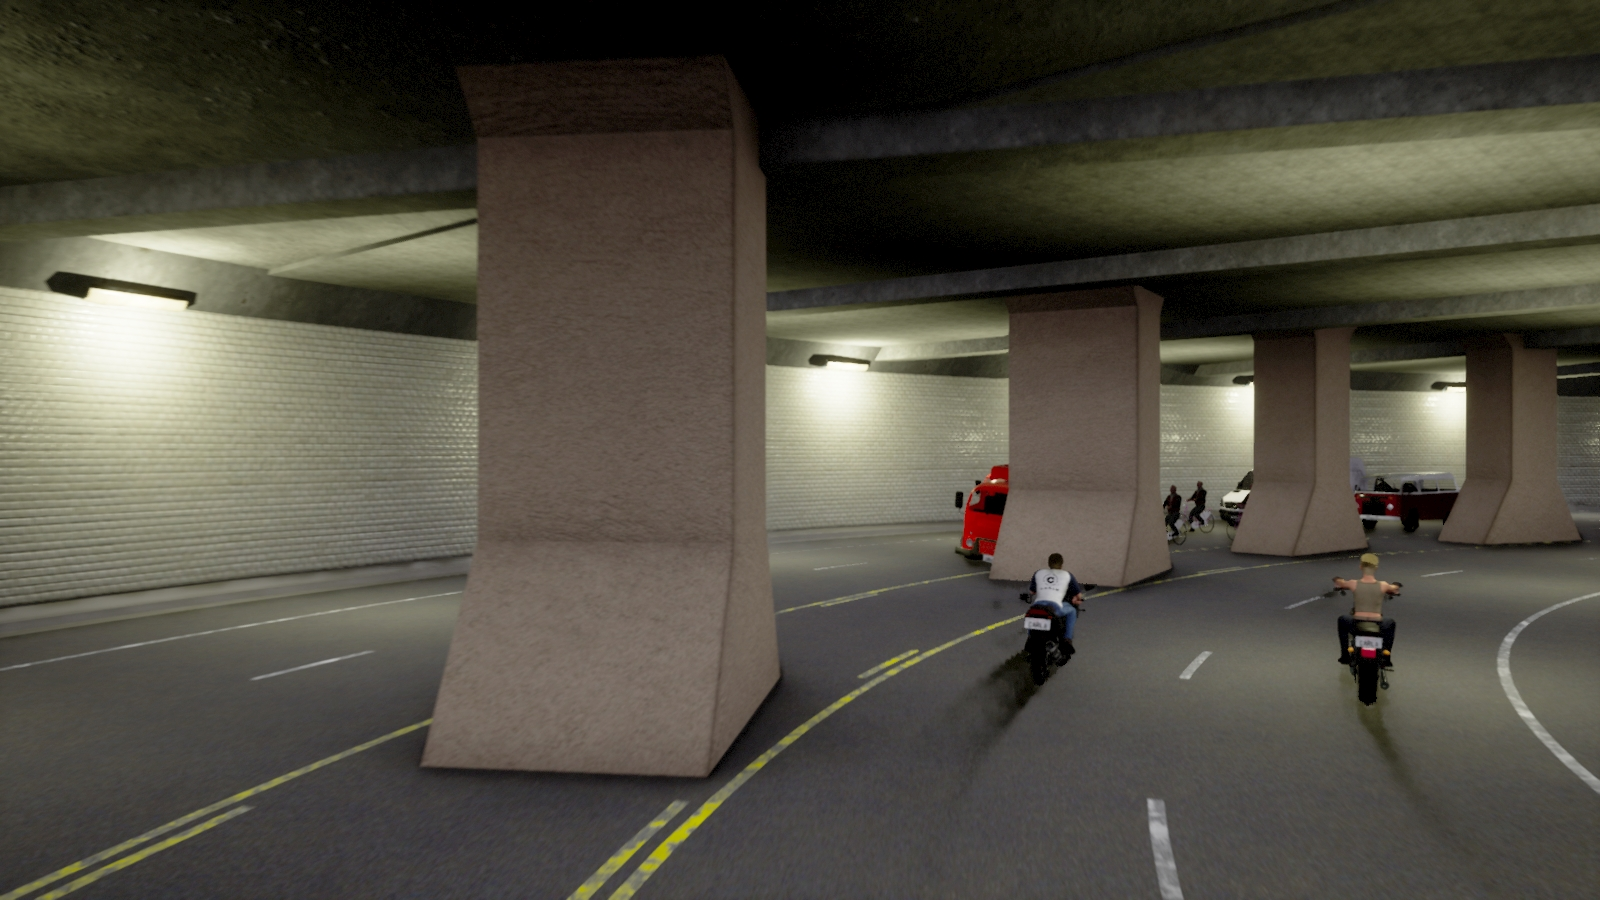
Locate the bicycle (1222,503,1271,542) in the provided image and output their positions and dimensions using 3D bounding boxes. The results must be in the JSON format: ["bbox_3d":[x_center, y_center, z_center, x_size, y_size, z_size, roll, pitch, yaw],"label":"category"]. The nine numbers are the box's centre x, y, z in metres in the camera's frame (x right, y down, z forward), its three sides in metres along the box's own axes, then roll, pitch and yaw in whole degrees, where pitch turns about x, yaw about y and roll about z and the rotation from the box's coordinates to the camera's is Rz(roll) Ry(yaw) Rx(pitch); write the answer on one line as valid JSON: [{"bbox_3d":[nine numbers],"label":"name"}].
[{"bbox_3d":[13.861,2.238,35.437,1.835,1.126,0.329,0,0,-30],"label":"bicycle"}]

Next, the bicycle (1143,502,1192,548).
[{"bbox_3d":[10.717,2.174,33.303,1.835,1.251,0.329,0,0,-36],"label":"bicycle"}]

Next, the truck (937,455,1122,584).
[{"bbox_3d":[6.140,1.670,30.079,2.627,2.467,5.204,8,8,36],"label":"truck"}]

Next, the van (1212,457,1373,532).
[{"bbox_3d":[17.987,1.541,41.690,5.915,2.561,1.988,0,0,-25],"label":"van"}]

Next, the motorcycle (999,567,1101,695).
[{"bbox_3d":[3.121,2.175,14.119,0.803,1.224,2.033,2,1,24],"label":"motorcycle"}]
